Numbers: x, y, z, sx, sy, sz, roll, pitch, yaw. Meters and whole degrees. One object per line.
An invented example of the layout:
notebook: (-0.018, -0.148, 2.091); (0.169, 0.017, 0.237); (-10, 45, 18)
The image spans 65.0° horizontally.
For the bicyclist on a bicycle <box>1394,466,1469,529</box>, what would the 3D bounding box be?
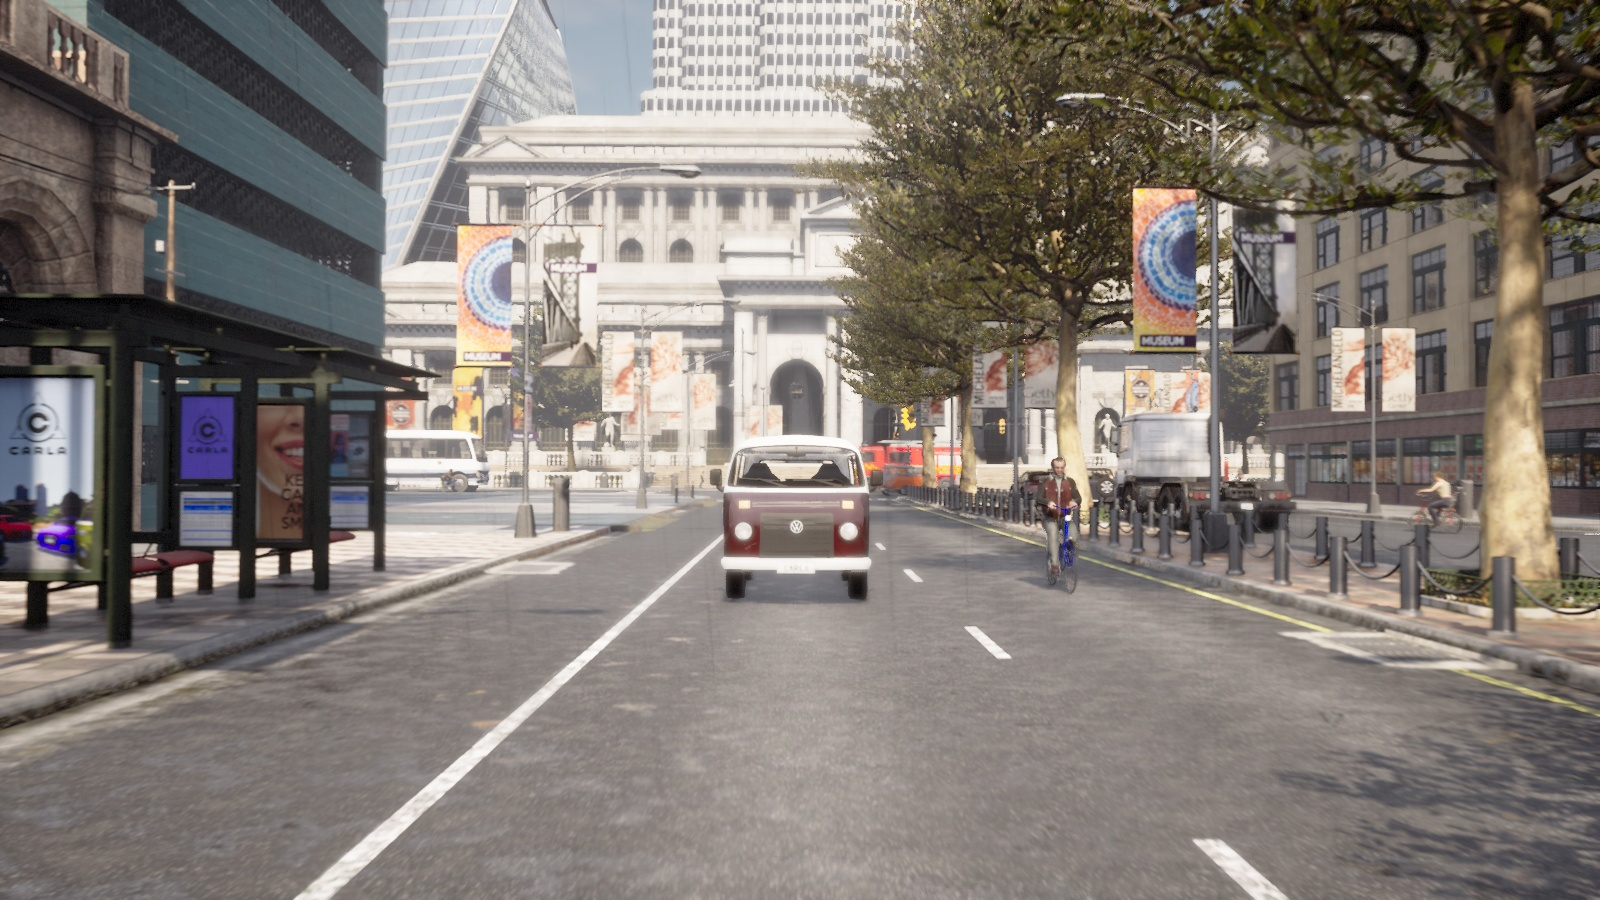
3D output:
bicyclist on a bicycle: (16.486, 1.235, 32.813); (0.866, 1.612, 1.509); (2, -2, -29)

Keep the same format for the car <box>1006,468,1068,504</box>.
car: (11.305, 1.707, 60.154); (2.033, 1.649, 4.856); (0, -1, 0)

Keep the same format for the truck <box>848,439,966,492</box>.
truck: (7.873, 1.173, 92.861); (8.468, 3.827, 2.891); (0, -1, 0)

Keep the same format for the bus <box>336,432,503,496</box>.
bus: (-25.900, 0.980, 85.904); (10.273, 4.253, 3.944); (0, -1, 0)

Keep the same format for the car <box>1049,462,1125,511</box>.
car: (11.378, 1.424, 50.091); (1.932, 1.855, 4.605); (0, -1, 0)

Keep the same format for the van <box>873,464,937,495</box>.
van: (6.933, 1.923, 82.627); (1.775, 1.987, 4.442); (-1, -2, 44)

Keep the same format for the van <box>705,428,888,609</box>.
van: (-0.042, 0.814, 16.496); (2.069, 2.038, 4.480); (0, -1, 0)

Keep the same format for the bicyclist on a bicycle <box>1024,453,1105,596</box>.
bicyclist on a bicycle: (3.459, 0.949, 16.573); (0.659, 1.776, 1.843); (0, -1, 0)

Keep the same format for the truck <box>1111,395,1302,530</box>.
truck: (11.408, 0.392, 36.194); (2.891, 3.462, 7.936); (0, -1, 0)
